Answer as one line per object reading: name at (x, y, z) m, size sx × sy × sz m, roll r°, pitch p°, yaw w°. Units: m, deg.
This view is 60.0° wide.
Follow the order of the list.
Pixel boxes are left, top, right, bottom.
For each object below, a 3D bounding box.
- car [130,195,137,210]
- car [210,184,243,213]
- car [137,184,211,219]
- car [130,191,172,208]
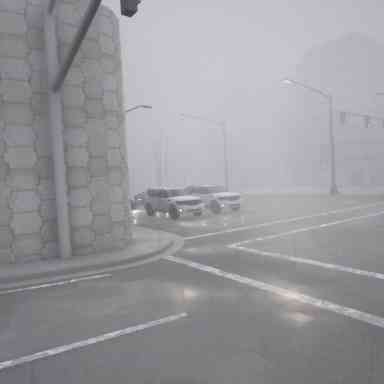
car at (-6.867, 1.001, 31.330) m, size 1.994 × 1.385 × 4.181 m, roll -5°, pitch 3°, yaw -35°
car at (1.400, 0.425, 25.654) m, size 2.150 × 2.045 × 5.566 m, roll -5°, pitch 3°, yaw -35°
car at (-1.445, 0.661, 23.630) m, size 2.150 × 2.045 × 5.566 m, roll -5°, pitch 3°, yaw -35°
car at (-4.217, 0.692, 33.629) m, size 2.128 × 1.511 × 4.902 m, roll -5°, pitch 3°, yaw -35°
